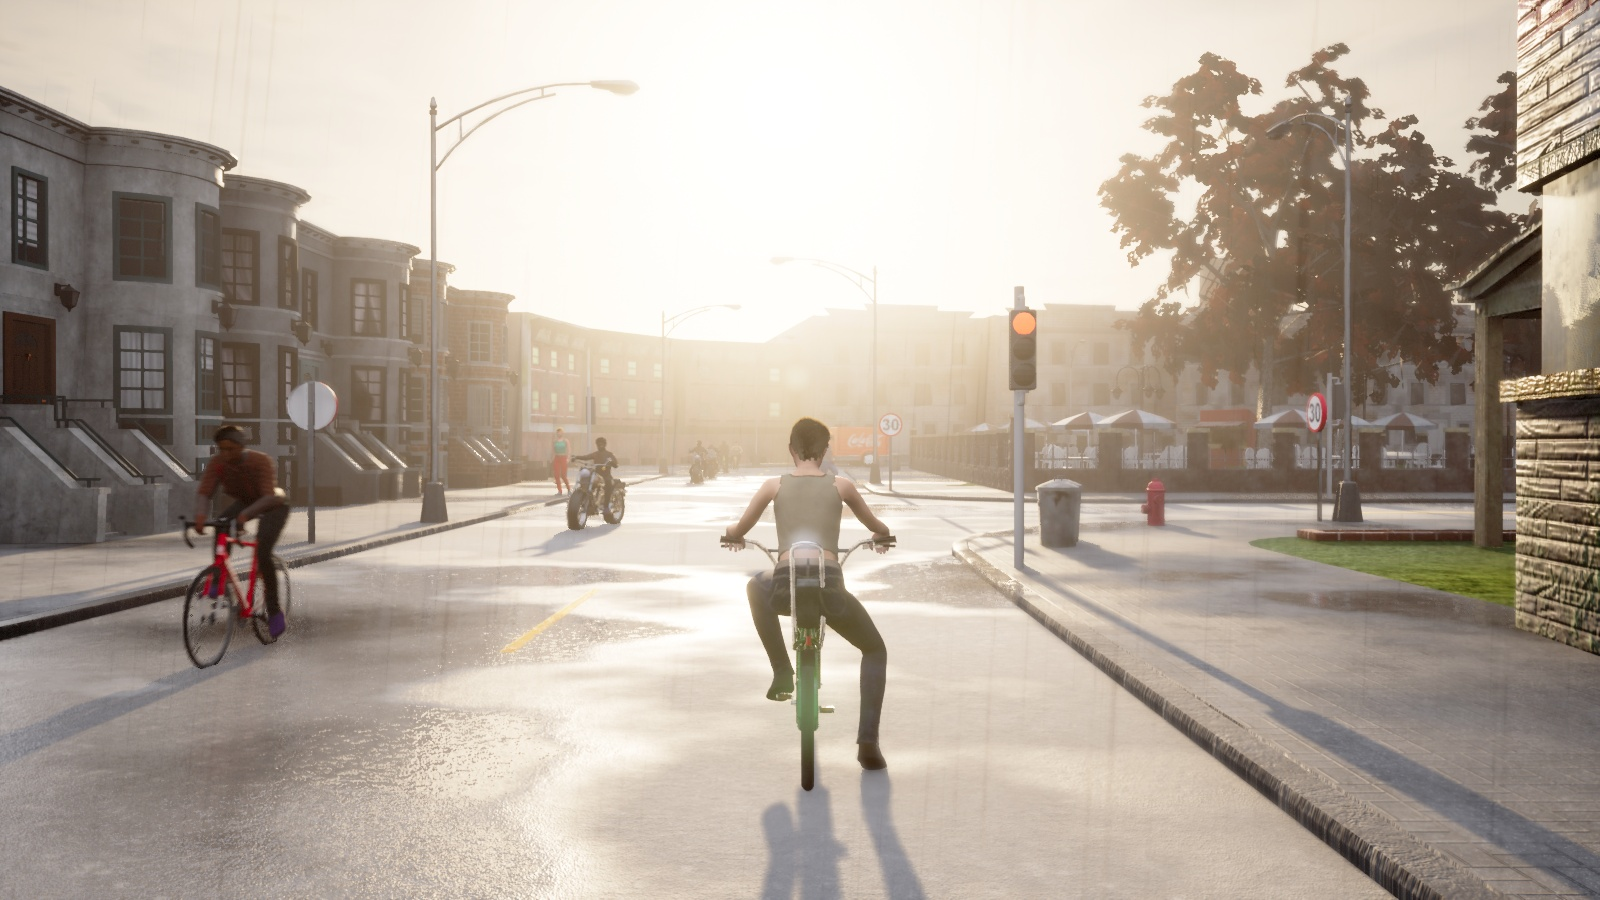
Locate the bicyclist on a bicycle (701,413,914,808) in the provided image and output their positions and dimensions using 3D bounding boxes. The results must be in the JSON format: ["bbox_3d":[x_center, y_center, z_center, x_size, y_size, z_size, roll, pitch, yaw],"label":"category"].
[{"bbox_3d":[0.037,0.650,5.875,0.866,1.612,1.509,0,0,0],"label":"bicyclist on a bicycle"}]

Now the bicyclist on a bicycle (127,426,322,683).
[{"bbox_3d":[-3.937,0.647,8.734,0.582,1.620,1.656,0,1,0],"label":"bicyclist on a bicycle"}]

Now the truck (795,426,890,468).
[{"bbox_3d":[2.581,-0.172,76.947,5.204,2.467,2.627,0,0,-18],"label":"truck"}]

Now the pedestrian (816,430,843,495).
[{"bbox_3d":[0.842,0.344,35.798,0.706,1.836,0.354,0,0,27],"label":"pedestrian"}]

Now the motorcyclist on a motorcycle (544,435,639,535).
[{"bbox_3d":[-3.634,0.569,22.106,0.766,1.649,2.350,1,1,13],"label":"motorcyclist on a motorcycle"}]

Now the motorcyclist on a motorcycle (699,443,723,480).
[{"bbox_3d":[-3.755,0.477,53.374,0.866,1.530,2.191,0,0,0],"label":"motorcyclist on a motorcycle"}]

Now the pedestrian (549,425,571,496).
[{"bbox_3d":[-6.286,0.265,32.962,0.345,1.836,0.594,0,0,14],"label":"pedestrian"}]

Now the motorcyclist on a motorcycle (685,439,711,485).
[{"bbox_3d":[-3.778,0.429,46.842,0.766,1.649,2.350,0,0,0],"label":"motorcyclist on a motorcycle"}]
